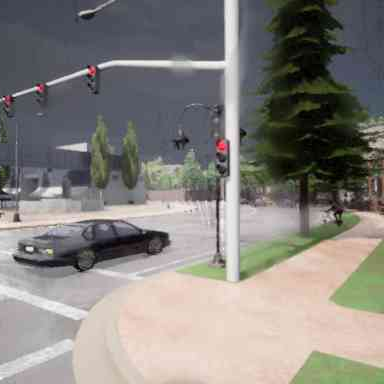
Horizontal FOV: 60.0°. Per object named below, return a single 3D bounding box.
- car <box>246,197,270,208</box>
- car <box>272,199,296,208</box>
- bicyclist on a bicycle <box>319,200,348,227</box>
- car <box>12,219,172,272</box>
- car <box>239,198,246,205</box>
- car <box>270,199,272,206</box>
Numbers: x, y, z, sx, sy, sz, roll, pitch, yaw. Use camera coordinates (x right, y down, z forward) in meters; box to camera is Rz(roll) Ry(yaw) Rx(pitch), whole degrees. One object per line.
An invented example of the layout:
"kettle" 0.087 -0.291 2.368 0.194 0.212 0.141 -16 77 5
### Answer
"car" 10.388 1.732 52.632 1.994 1.385 4.181 0 0 -2
"car" 13.965 1.682 49.853 2.033 1.411 5.357 0 0 1
"bicyclist on a bicycle" 8.599 1.339 20.238 1.656 1.620 0.582 -1 0 34
"car" -2.991 1.614 11.197 2.033 1.411 5.357 -1 0 36
"car" 9.018 1.822 62.594 1.895 1.301 4.718 0 0 -15
"car" 13.004 1.665 60.473 1.882 1.535 5.008 0 0 -11
